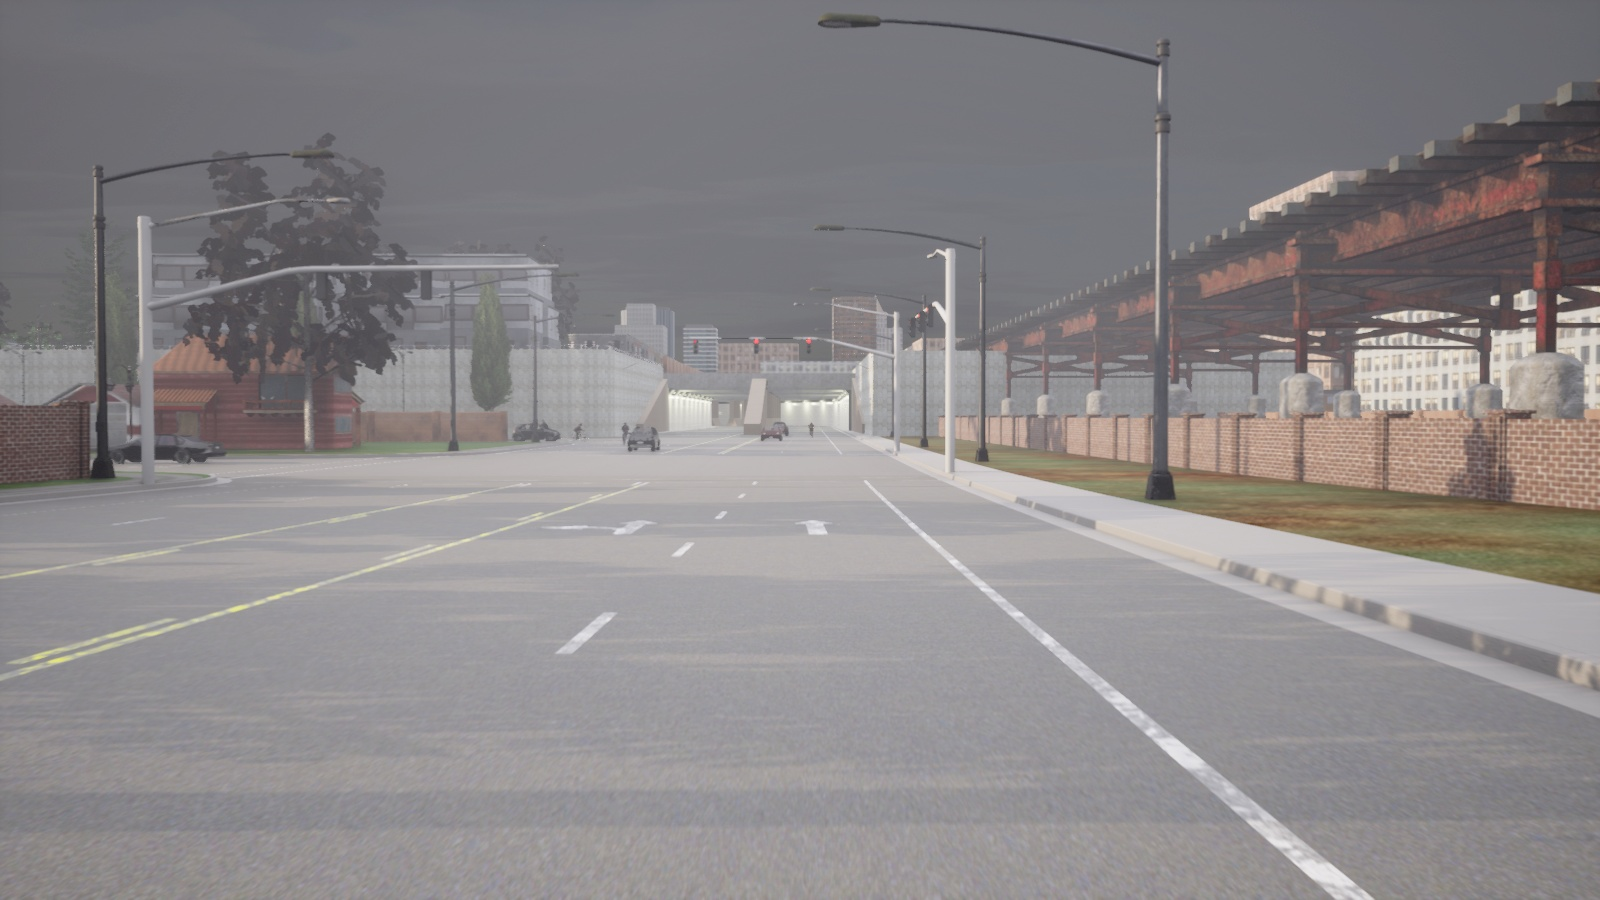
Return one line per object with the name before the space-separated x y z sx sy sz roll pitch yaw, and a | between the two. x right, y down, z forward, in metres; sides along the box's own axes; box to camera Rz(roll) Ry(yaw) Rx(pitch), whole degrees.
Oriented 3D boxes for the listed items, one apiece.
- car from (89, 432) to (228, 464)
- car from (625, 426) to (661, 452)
car | -29.613 -0.110 58.097 5.357 1.411 2.033 0 2 -1
car | -9.833 -0.721 79.071 1.789 1.549 3.705 0 2 0
